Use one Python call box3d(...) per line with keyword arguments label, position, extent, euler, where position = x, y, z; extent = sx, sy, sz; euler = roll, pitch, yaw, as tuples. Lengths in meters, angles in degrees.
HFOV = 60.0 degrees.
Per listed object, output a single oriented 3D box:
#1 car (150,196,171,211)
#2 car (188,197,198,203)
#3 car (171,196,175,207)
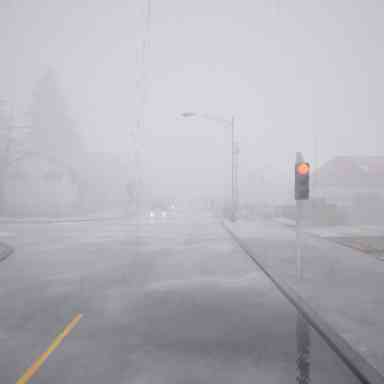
box3d(label="car", position=(-4.062, 1.505, 41.574), extent=(1.837, 1.490, 4.892), euler=(0, 0, 0))
box3d(label="car", position=(0.162, 1.601, 67.578), extent=(1.895, 1.301, 4.718), euler=(0, 0, 0))
box3d(label="car", position=(-4.049, 1.526, 50.785), extent=(1.812, 1.442, 4.674), euler=(0, 0, 0))
